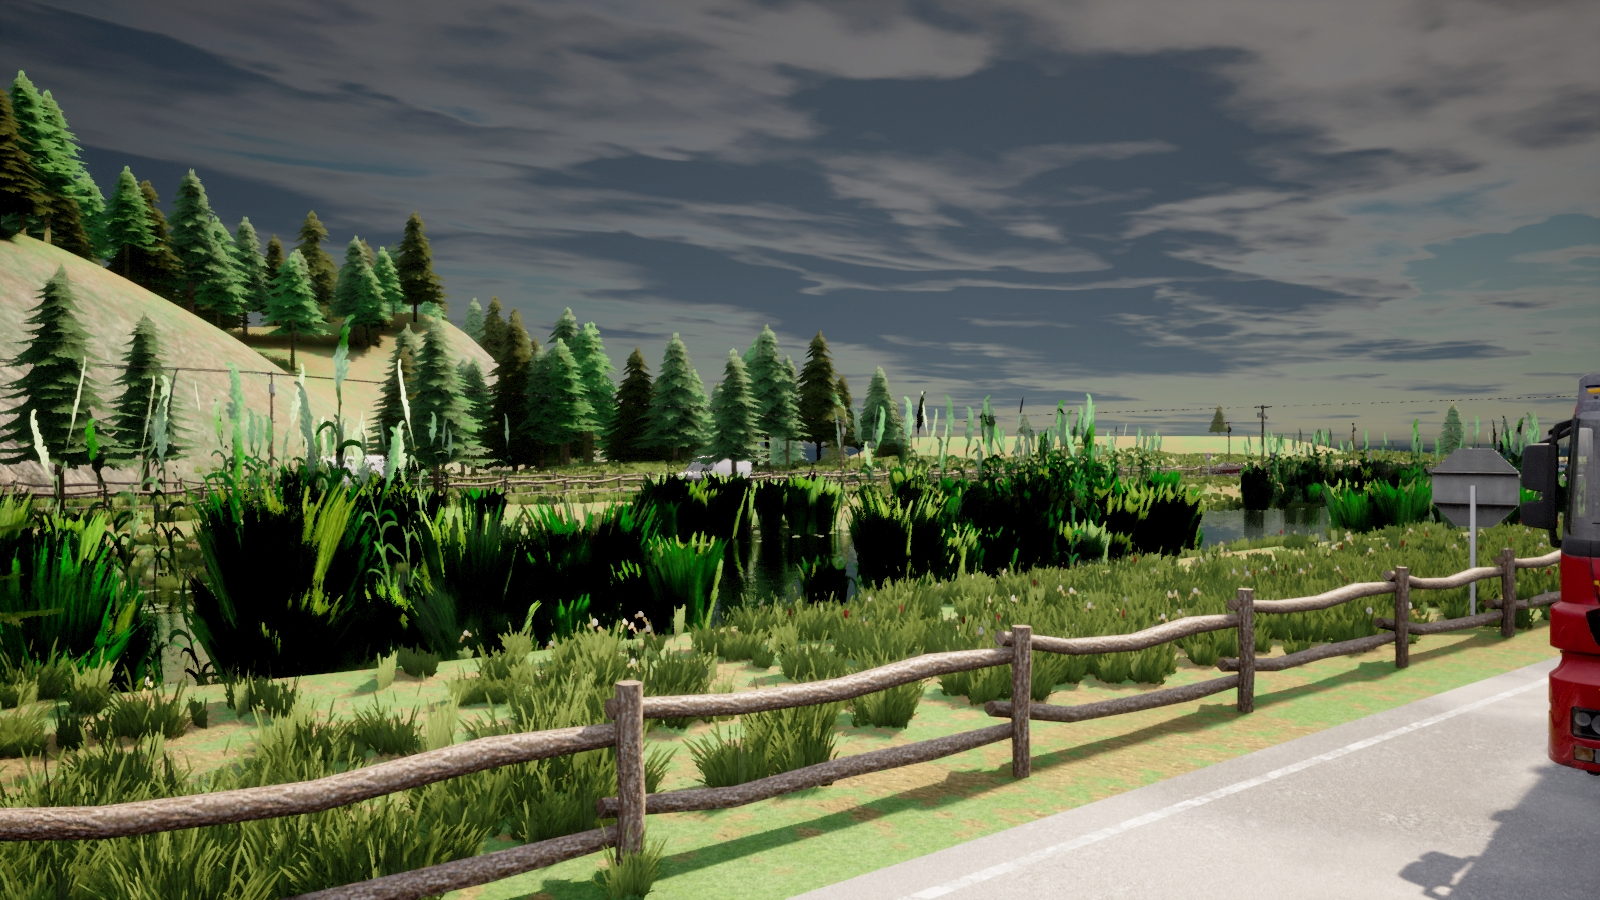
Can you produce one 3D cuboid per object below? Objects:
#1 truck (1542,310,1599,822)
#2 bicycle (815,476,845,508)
[{"bbox_3d":[9.609,0.862,10.984,2.891,3.827,8.468,0,0,42],"label":"truck"},{"bbox_3d":[1.470,2.029,55.075,1.643,1.496,0.373,0,0,-43],"label":"bicycle"}]
